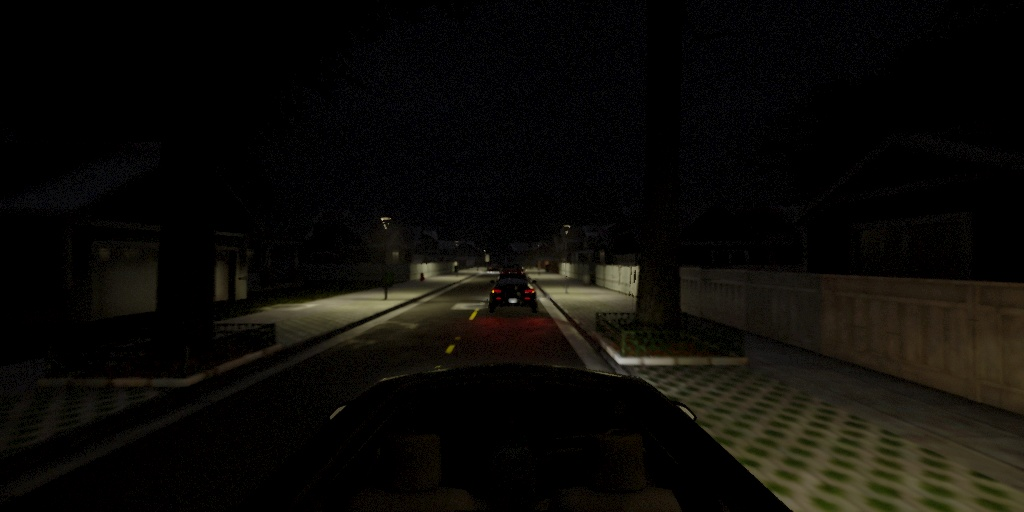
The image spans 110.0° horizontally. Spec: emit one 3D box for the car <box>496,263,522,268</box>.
[{"bbox_3d":[0.054,1.403,29.083,2.097,1.767,4.553,0,-1,1],"label":"car"}]

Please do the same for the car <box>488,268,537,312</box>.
[{"bbox_3d":[0.055,1.422,14.933,1.812,1.442,4.674,0,0,0],"label":"car"}]

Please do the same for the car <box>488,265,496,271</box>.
[{"bbox_3d":[-2.795,1.921,58.836,1.994,1.385,4.181,0,0,0],"label":"car"}]
